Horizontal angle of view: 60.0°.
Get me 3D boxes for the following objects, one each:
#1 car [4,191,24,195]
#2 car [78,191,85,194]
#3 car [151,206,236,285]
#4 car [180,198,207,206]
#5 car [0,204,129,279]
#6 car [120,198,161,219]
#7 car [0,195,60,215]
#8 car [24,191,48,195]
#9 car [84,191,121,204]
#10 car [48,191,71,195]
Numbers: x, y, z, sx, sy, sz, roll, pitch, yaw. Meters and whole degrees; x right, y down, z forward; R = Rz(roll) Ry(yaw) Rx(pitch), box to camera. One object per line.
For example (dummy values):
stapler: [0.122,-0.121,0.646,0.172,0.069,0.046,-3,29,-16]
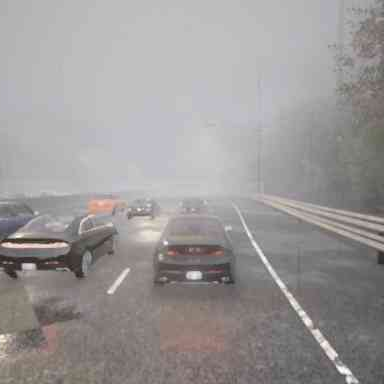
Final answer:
car: [-27.914,0.627,52.084,2.128,1.511,4.902,0,1,1]
car: [-17.413,0.614,53.824,1.837,1.490,4.892,0,1,1]
car: [0.070,1.349,8.975,1.837,1.490,4.892,0,1,1]
car: [0.109,1.141,23.938,2.033,1.411,5.357,0,1,1]
car: [-3.426,1.327,9.467,2.128,1.511,4.902,0,1,1]
car: [-3.391,1.140,23.936,2.033,1.411,5.357,0,1,1]
car: [-6.898,1.138,12.320,2.097,1.767,4.553,0,1,1]
car: [-24.408,0.642,53.384,1.812,1.442,4.674,0,1,1]
car: [-6.859,0.887,27.361,2.097,1.767,4.553,0,1,1]
car: [-20.909,0.640,53.510,1.812,1.442,4.674,0,1,1]
